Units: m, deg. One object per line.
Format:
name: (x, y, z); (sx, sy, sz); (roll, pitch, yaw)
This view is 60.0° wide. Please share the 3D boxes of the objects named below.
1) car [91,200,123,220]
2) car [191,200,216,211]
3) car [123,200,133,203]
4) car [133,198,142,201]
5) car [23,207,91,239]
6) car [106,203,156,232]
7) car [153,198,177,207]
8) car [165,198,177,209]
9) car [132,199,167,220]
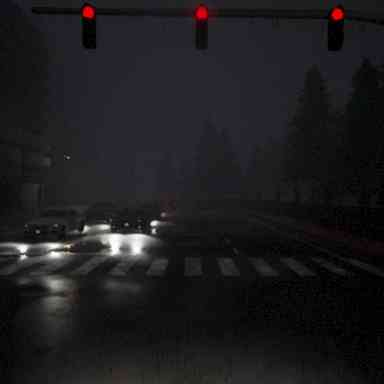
car: (-7.206, 1.555, 26.960); (1.882, 1.535, 5.008); (0, 0, -1)
car: (1.464, 1.721, 44.161); (2.033, 1.411, 5.357); (0, 0, -17)
car: (-7.879, 1.640, 37.155); (1.812, 1.442, 4.674); (0, 0, -9)
car: (-9.002, 1.734, 56.794); (2.033, 1.411, 5.357); (0, 0, -41)
car: (-7.120, 1.568, 17.700); (1.812, 1.442, 4.674); (0, 0, 0)
car: (-3.624, 1.629, 20.441); (1.994, 1.385, 4.181); (0, 0, 0)
car: (-4.641, 1.727, 56.800); (1.812, 1.442, 4.674); (0, 0, -37)
car: (-3.925, 1.771, 48.193); (1.895, 1.301, 4.718); (0, 0, -24)
car: (-3.687, 1.647, 29.625); (2.033, 1.411, 5.357); (0, 0, -1)
